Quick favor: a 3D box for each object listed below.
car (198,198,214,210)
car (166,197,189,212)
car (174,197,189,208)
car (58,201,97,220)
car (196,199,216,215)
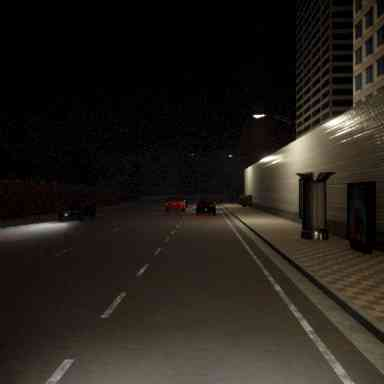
[{"bbox_3d":[1.842,1.564,43.765,1.994,1.385,4.181,0,0,3],"label":"car"},{"bbox_3d":[-1.858,1.352,39.425,2.097,1.767,4.553,0,0,3],"label":"car"},{"bbox_3d":[-1.514,1.505,48.374,1.837,1.490,4.892,0,0,3],"label":"car"},{"bbox_3d":[-9.499,1.490,27.850,2.128,1.511,4.902,0,0,3],"label":"car"},{"bbox_3d":[1.418,1.478,33.477,1.882,1.535,5.008,0,0,3],"label":"car"}]
